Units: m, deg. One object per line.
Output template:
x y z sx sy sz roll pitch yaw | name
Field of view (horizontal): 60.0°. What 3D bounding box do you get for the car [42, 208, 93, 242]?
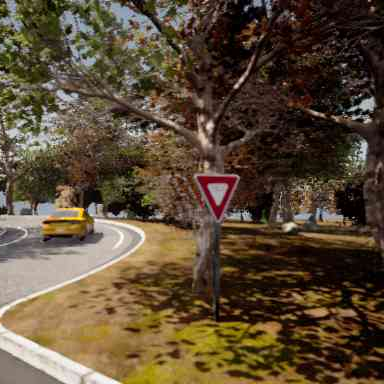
-6.316 1.579 17.314 1.882 1.535 5.008 0 -1 -10 | car
